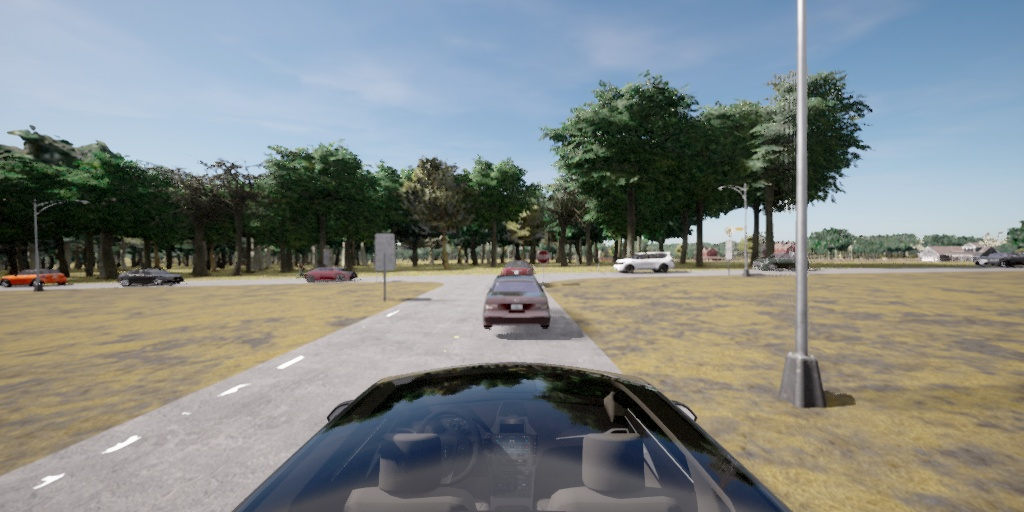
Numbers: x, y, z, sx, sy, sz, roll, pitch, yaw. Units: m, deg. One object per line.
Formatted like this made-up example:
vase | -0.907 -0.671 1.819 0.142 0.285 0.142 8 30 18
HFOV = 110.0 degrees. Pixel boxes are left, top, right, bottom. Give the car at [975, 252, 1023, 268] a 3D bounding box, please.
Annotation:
car | 48.374 0.375 34.995 4.902 1.511 2.128 -1 1 0

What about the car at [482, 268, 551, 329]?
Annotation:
car | 0.112 1.282 11.194 2.033 1.411 5.357 0 0 0

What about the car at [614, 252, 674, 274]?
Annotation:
car | 12.953 0.659 35.214 5.566 2.045 2.150 -1 1 0

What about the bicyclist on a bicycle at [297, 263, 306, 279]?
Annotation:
bicyclist on a bicycle | -22.558 1.590 38.366 0.582 1.620 1.656 -1 0 0

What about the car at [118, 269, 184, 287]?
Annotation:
car | -32.614 1.941 32.435 4.892 1.490 1.837 -1 1 0

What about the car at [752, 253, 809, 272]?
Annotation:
car | 26.249 0.556 35.161 4.553 1.767 2.097 -1 1 0

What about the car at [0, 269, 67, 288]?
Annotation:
car | -47.190 2.113 35.383 4.553 1.767 2.097 -1 1 1

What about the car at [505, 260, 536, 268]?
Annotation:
car | 0.530 1.084 24.815 2.097 1.767 4.553 0 0 6

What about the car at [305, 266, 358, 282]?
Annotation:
car | -16.257 1.616 32.363 4.181 1.385 1.994 -1 1 0
